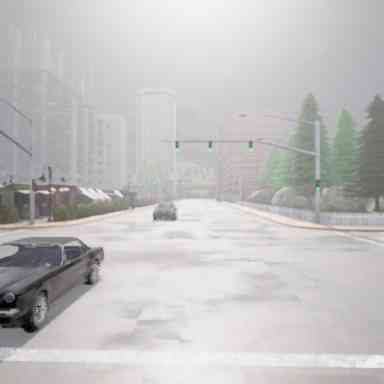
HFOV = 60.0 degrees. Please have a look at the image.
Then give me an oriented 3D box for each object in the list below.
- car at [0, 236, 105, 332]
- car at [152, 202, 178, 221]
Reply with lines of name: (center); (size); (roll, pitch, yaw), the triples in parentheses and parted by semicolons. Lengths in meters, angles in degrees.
car: (-3.409, 1.696, 7.140); (1.895, 1.301, 4.718); (0, -1, 1)
car: (-2.471, 1.770, 31.727); (2.097, 1.767, 4.553); (0, -1, 2)
